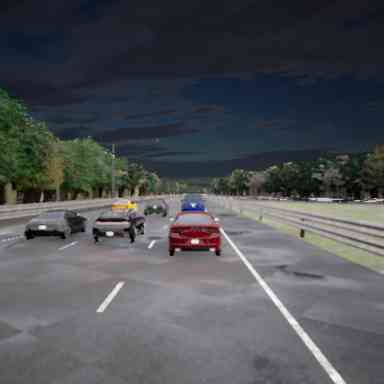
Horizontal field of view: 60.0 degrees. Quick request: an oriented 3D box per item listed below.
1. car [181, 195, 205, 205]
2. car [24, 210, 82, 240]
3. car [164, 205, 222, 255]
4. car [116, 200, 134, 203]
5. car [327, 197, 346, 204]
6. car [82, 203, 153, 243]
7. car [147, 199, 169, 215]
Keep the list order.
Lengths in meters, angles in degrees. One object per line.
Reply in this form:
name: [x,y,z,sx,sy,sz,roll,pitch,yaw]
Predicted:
car: [0.106,1.297,31.955,2.150,2.045,5.566,0,0,0]
car: [-6.898,1.602,17.356,1.994,1.385,4.181,0,0,0]
car: [0.103,1.506,13.540,1.882,1.535,5.008,0,0,0]
car: [-6.892,1.561,34.374,1.882,1.535,5.008,0,0,0]
car: [34.440,1.963,79.329,1.882,1.535,5.008,0,0,-32]
car: [-3.401,1.526,16.234,2.128,1.511,4.902,0,0,0]
car: [-3.396,1.430,32.559,2.097,1.767,4.553,0,0,0]
